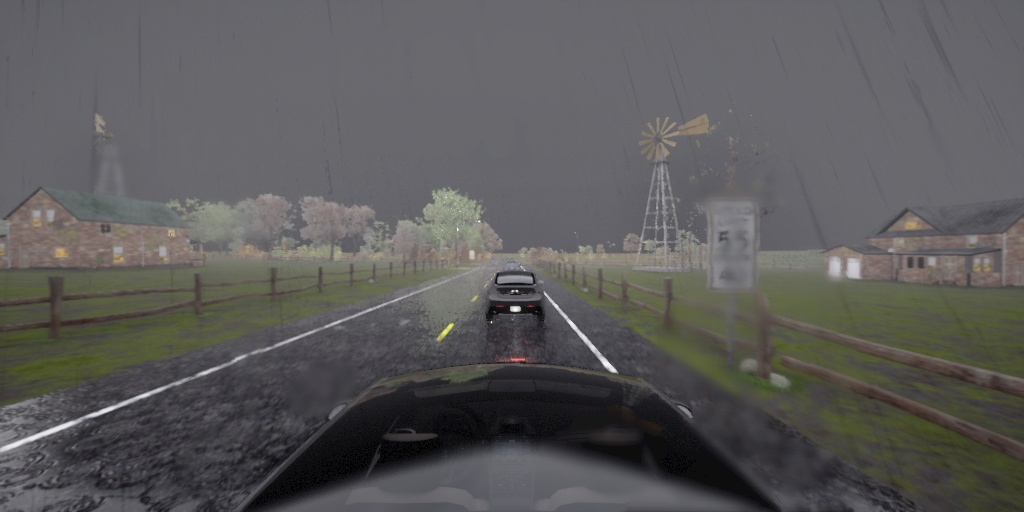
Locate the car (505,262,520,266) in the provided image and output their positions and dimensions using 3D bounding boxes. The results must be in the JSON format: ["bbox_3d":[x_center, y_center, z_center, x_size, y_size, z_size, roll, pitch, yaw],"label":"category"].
[{"bbox_3d":[0.011,1.293,36.903,2.033,1.411,5.357,0,0,0],"label":"car"}]

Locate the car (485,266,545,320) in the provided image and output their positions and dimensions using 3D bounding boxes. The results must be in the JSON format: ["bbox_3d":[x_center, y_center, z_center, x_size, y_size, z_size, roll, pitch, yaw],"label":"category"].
[{"bbox_3d":[0.099,1.254,12.596,1.837,1.490,4.892,0,0,0],"label":"car"}]
